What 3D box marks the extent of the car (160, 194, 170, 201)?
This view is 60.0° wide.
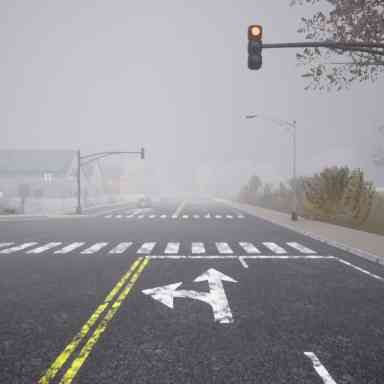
[{"bbox_3d":[-6.449,1.261,79.646,2.097,1.767,4.553,0,0,0],"label":"car"}]

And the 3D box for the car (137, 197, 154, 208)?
[{"bbox_3d":[-6.472,1.507,46.320,2.128,1.511,4.902,0,1,0],"label":"car"}]
